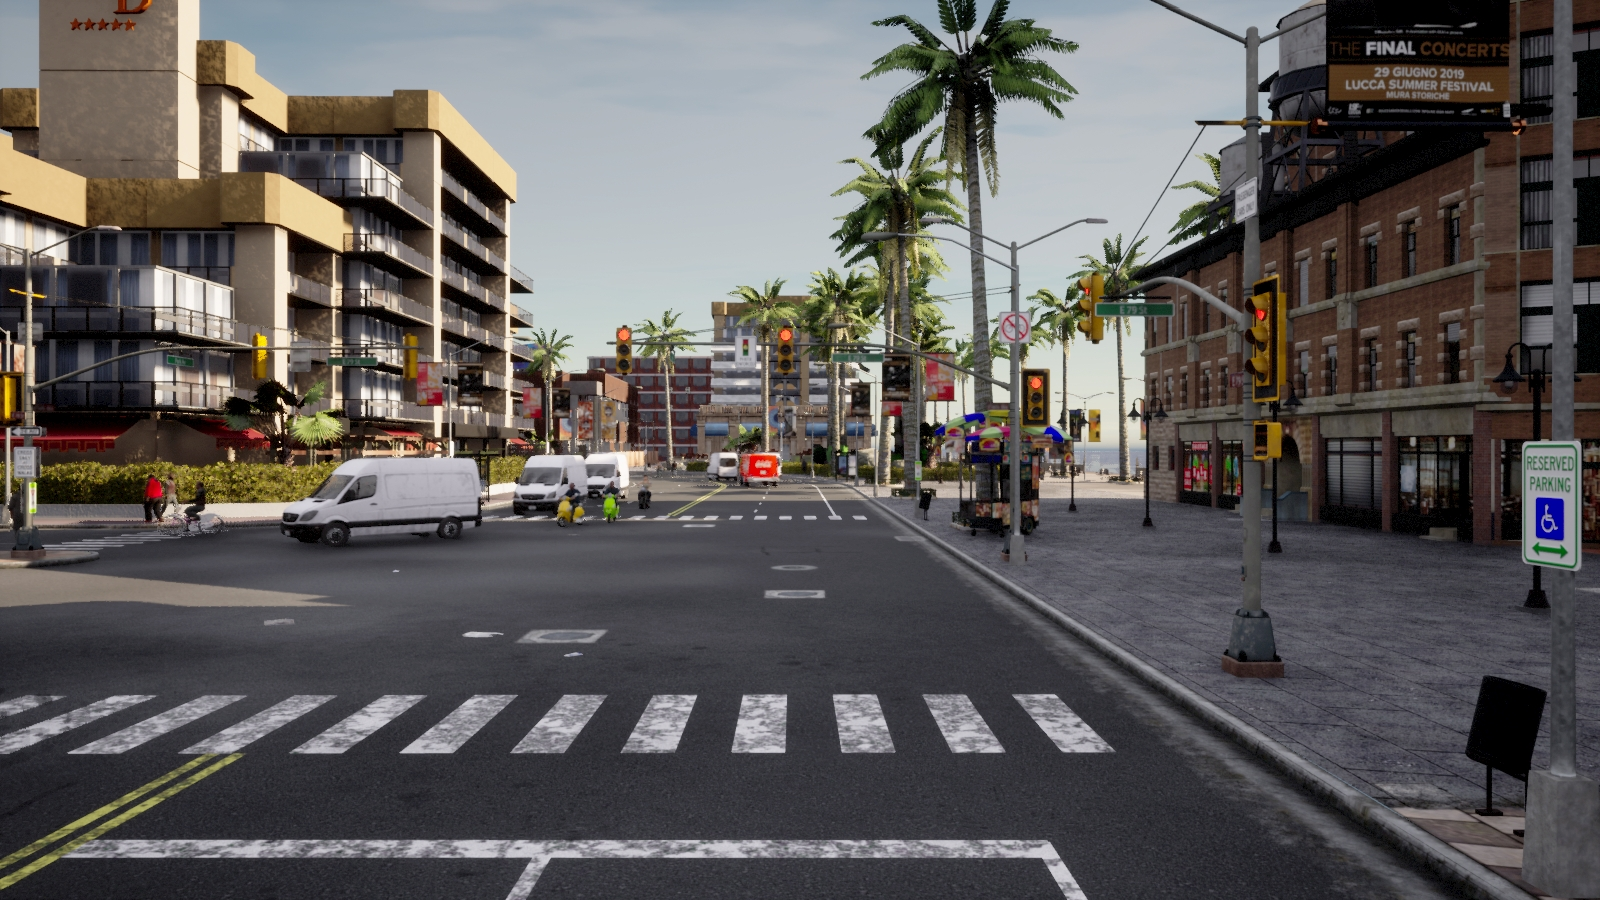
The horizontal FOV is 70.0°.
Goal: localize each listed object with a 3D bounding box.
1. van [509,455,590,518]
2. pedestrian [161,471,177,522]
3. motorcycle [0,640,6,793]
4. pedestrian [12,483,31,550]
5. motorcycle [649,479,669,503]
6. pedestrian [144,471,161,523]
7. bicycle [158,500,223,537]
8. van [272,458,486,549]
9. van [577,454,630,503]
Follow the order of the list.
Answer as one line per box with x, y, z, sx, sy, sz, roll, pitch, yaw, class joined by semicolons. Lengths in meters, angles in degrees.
-10.947;1.535;50.380;1.988;2.561;5.915;0;0;3;van
-23.078;1.696;41.795;0.375;1.860;0.375;0;0;11;pedestrian
-7.024;2.205;8.389;0.867;1.251;2.209;0;0;0;motorcycle
-21.764;1.848;31.945;0.375;1.860;0.375;0;0;-25;pedestrian
-7.533;2.182;60.976;0.856;1.236;1.805;0;0;0;motorcycle
-23.295;1.696;41.100;0.375;1.860;0.375;0;0;12;pedestrian
-19.736;2.210;37.030;1.835;1.171;0.329;0;0;-22;bicycle
-12.804;1.535;35.124;1.988;2.561;5.915;0;0;43;van
-10.840;1.534;63.354;1.988;2.561;5.915;0;0;0;van
